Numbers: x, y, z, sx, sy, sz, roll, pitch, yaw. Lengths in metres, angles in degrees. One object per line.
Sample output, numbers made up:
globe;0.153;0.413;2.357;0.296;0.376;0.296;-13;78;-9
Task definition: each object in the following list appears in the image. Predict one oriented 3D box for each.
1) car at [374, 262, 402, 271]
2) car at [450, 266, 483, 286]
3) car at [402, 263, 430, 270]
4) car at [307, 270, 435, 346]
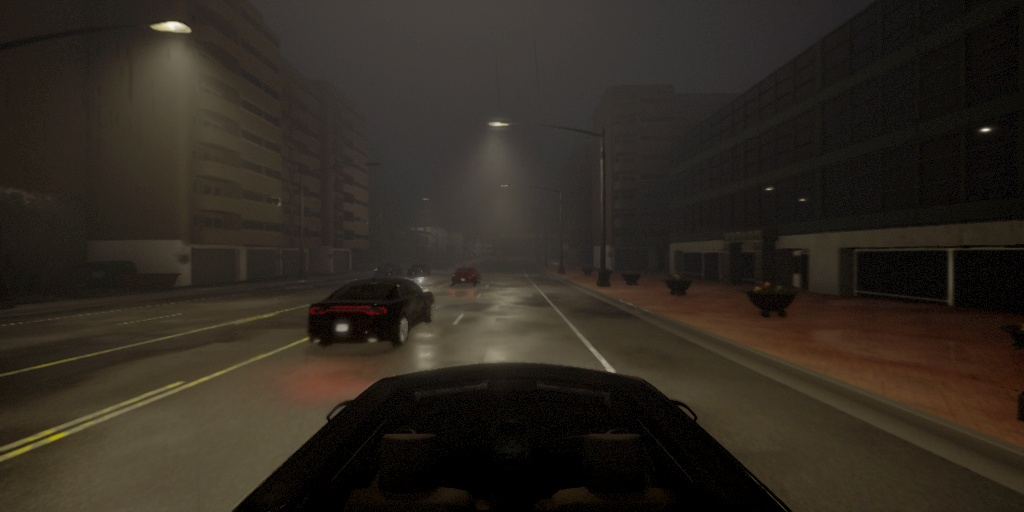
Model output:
car;-14.156;1.487;41.208;2.097;1.767;4.553;0;0;0
car;-3.463;1.504;27.583;1.812;1.442;4.674;0;0;0
car;-10.658;1.622;41.231;1.837;1.490;4.892;0;0;0
car;-3.428;1.313;9.726;1.882;1.535;5.008;0;0;0
